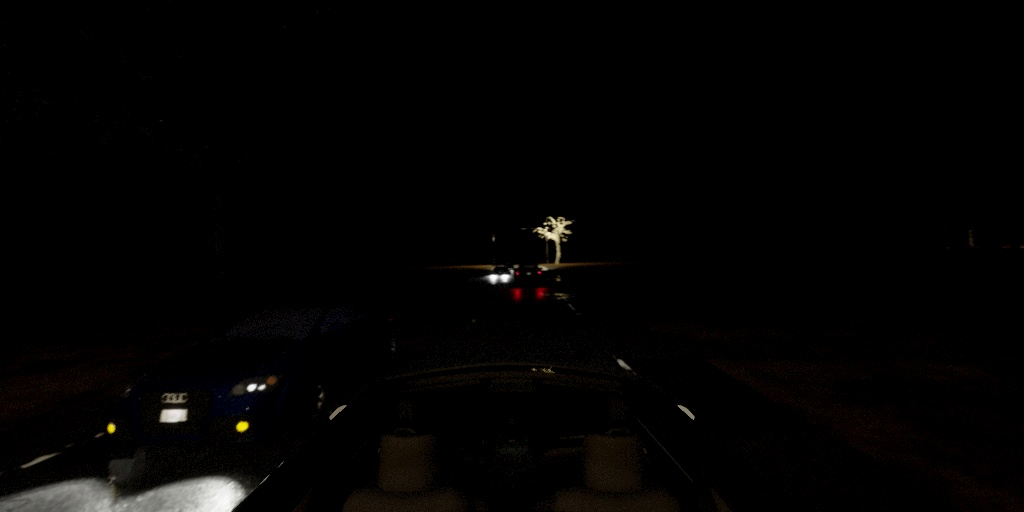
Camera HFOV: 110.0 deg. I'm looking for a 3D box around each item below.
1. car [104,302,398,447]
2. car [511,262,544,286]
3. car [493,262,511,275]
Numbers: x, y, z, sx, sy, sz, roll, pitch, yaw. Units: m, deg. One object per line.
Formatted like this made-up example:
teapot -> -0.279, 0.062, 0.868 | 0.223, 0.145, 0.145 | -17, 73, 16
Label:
car -> -3.397, 1.471, 5.684 | 1.994, 1.385, 4.181 | -2, 0, 3
car -> 1.270, 1.264, 27.251 | 2.097, 1.767, 4.553 | -2, 0, 3
car -> -1.455, 1.769, 47.587 | 1.895, 1.301, 4.718 | -2, 0, 3
